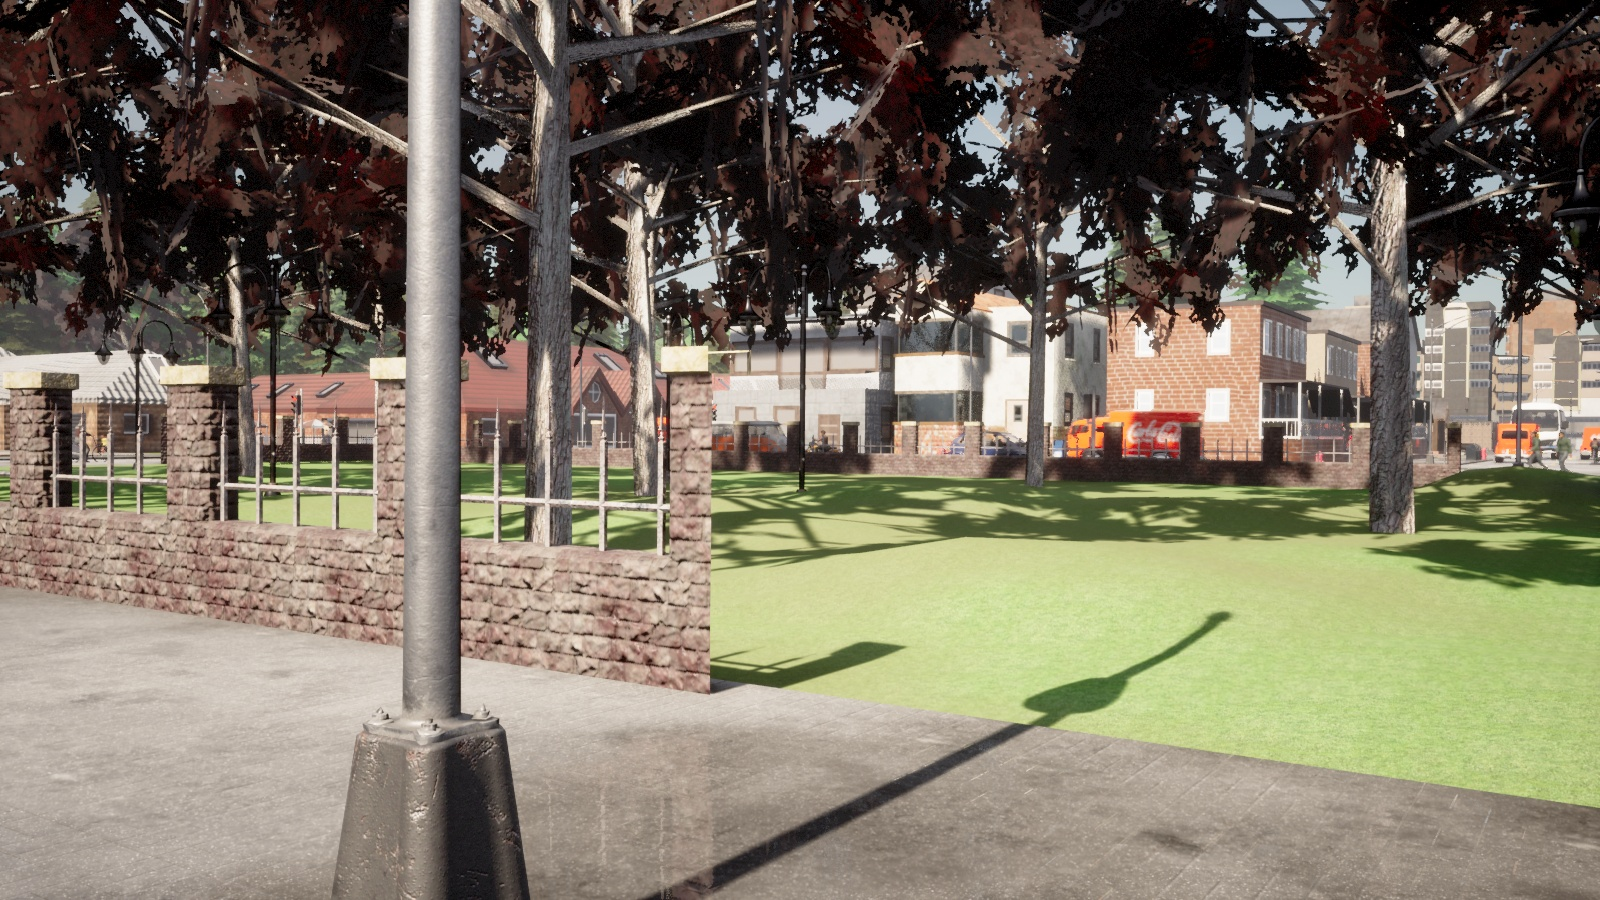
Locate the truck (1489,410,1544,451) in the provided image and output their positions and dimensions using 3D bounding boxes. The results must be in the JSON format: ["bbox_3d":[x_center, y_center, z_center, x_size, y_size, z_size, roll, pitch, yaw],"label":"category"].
[{"bbox_3d":[44.714,-1.229,78.297,2.627,2.467,5.204,0,1,34],"label":"truck"}]

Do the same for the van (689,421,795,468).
[{"bbox_3d":[-2.584,-0.247,55.401,4.442,1.987,1.775,0,1,32],"label":"van"}]

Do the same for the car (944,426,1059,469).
[{"bbox_3d":[7.783,-0.104,48.588,3.988,1.617,1.851,0,1,33],"label":"car"}]

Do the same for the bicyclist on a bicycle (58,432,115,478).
[{"bbox_3d":[-28.393,0.176,50.010,0.659,1.776,1.843,0,1,32],"label":"bicyclist on a bicycle"}]

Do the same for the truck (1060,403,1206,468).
[{"bbox_3d":[13.269,-0.558,50.038,5.204,2.467,2.627,0,1,25],"label":"truck"}]

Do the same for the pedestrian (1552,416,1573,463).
[{"bbox_3d":[29.835,-0.420,49.109,0.614,1.847,0.353,-1,1,-9],"label":"pedestrian"}]

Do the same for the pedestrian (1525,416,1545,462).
[{"bbox_3d":[29.488,-0.432,50.374,0.614,1.847,0.353,0,1,10],"label":"pedestrian"}]
